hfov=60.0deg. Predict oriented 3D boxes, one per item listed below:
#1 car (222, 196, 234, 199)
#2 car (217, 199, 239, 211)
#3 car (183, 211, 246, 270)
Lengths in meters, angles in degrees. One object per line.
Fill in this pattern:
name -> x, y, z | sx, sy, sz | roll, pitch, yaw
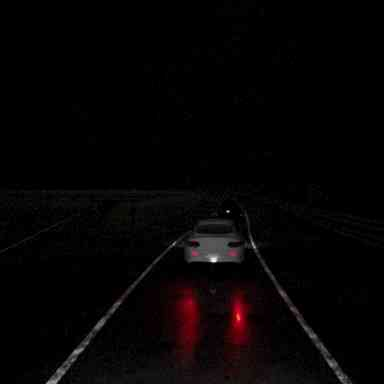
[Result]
car -> 6.186, 1.390, 56.410 | 2.128, 1.511, 4.902 | 0, 1, 5
car -> 3.446, 1.679, 31.282 | 1.994, 1.385, 4.181 | 0, 0, 8
car -> 0.779, 1.572, 11.154 | 1.812, 1.442, 4.674 | 0, 0, 5
